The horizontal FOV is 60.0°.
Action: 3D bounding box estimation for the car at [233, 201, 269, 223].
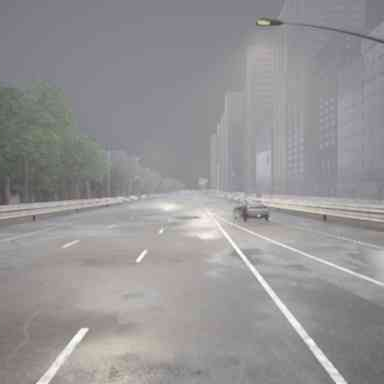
[{"bbox_3d":[4.359,1.413,25.124,2.128,1.511,4.902,0,0,-5],"label":"car"}]
